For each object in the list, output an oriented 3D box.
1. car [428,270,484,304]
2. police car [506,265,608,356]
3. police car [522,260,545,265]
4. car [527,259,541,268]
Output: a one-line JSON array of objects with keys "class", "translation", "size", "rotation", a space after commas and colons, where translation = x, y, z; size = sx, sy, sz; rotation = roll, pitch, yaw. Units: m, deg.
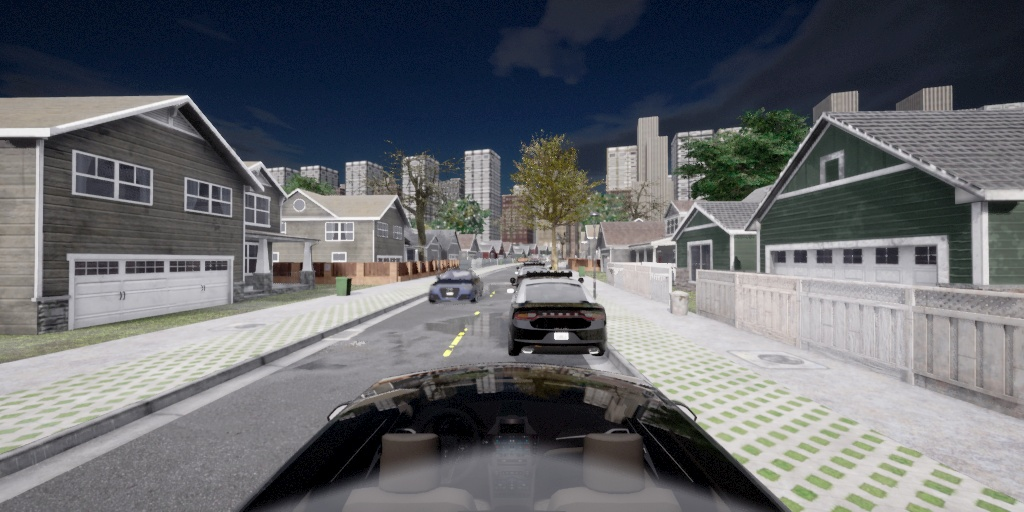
[{"class": "car", "translation": [-2.433, 1.320, 16.372], "size": [1.994, 1.385, 4.181], "rotation": [0, 0, 2]}, {"class": "police car", "translation": [0.894, 1.177, 8.751], "size": [1.930, 1.638, 5.238], "rotation": [0, 0, 1]}, {"class": "police car", "translation": [1.172, 1.182, 18.704], "size": [1.930, 1.638, 5.238], "rotation": [0, 0, 2]}, {"class": "car", "translation": [3.870, 1.293, 62.515], "size": [2.128, 1.511, 4.902], "rotation": [0, 0, 8]}]
